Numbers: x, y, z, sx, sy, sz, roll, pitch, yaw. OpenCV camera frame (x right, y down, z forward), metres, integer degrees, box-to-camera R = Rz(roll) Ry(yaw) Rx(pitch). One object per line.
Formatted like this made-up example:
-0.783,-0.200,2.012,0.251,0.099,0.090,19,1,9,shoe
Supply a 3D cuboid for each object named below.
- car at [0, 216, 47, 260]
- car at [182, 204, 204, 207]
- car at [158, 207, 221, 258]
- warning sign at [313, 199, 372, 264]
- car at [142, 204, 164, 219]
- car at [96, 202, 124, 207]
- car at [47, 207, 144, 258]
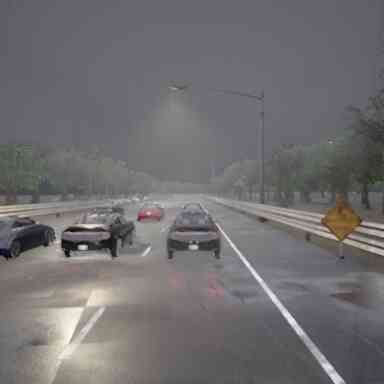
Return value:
-6.927,1.611,12.727,1.994,1.385,4.181,0,0,0,car
0.085,1.675,28.584,1.994,1.385,4.181,0,0,0,car
0.074,1.541,12.927,2.128,1.511,4.902,0,0,0,car
4.555,1.153,10.162,1.300,1.860,1.060,0,0,0,warning sign
-3.416,1.675,28.456,1.994,1.385,4.181,0,0,0,car
-6.920,1.601,27.945,2.128,1.511,4.902,0,0,0,car
-3.426,1.541,12.929,2.128,1.511,4.902,0,0,0,car
